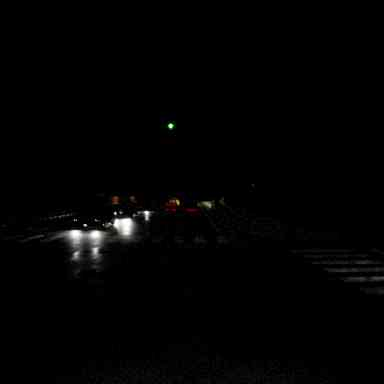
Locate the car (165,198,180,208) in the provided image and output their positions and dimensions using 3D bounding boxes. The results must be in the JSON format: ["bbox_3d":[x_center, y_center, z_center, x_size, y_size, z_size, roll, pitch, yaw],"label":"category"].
[{"bbox_3d":[-3.310,1.948,53.892,1.895,1.301,4.718,0,0,0],"label":"car"}]

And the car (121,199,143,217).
[{"bbox_3d":[-6.626,1.680,33.454,2.128,1.511,4.902,0,0,0],"label":"car"}]

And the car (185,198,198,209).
[{"bbox_3d":[-0.058,1.868,53.451,1.837,1.490,4.892,0,0,0],"label":"car"}]

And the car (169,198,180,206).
[{"bbox_3d":[-3.326,1.909,63.866,1.882,1.535,5.008,0,-1,0],"label":"car"}]

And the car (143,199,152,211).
[{"bbox_3d":[-6.636,1.771,45.397,1.837,1.490,4.892,0,0,0],"label":"car"}]

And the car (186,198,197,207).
[{"bbox_3d":[-0.076,1.927,63.871,1.882,1.535,5.008,0,-1,0],"label":"car"}]

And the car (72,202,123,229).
[{"bbox_3d":[-6.606,1.672,23.206,2.033,1.411,5.357,0,0,0],"label":"car"}]
